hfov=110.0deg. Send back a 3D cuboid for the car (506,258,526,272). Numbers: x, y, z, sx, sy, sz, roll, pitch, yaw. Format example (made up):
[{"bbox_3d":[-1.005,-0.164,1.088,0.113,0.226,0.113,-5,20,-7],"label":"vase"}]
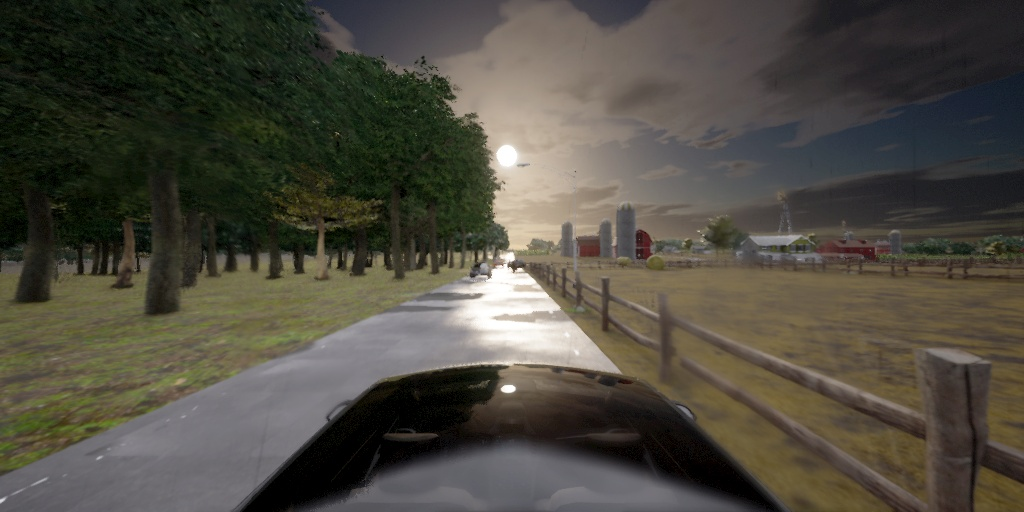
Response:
[{"bbox_3d":[0.739,1.185,49.480,1.882,1.535,5.008,-24,-3,-1],"label":"car"}]

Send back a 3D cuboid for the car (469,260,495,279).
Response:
[{"bbox_3d":[-2.841,1.348,33.586,1.812,1.442,4.674,0,0,0],"label":"car"}]
